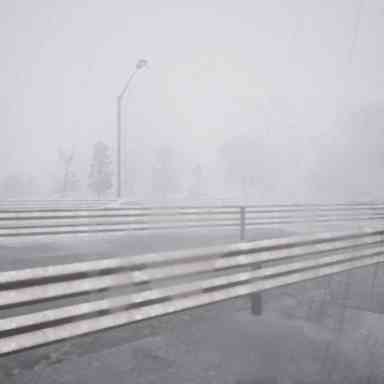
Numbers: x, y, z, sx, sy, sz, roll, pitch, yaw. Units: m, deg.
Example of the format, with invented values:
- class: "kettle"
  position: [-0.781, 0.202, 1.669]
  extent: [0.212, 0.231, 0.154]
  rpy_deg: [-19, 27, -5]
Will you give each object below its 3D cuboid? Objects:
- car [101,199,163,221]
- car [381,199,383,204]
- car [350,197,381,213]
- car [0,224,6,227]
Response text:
- class: "car"
  position: [-4.148, 1.243, 23.747]
  extent: [4.674, 1.442, 1.812]
  rpy_deg: [0, 0, -25]
- class: "car"
  position: [20.080, 1.300, 30.666]
  extent: [4.674, 1.442, 1.812]
  rpy_deg: [0, 0, -23]
- class: "car"
  position: [18.379, 1.252, 33.749]
  extent: [5.008, 1.535, 1.882]
  rpy_deg: [0, 0, -23]
- class: "car"
  position: [-11.663, 1.292, 16.377]
  extent: [4.718, 1.301, 1.895]
  rpy_deg: [0, 0, -26]
